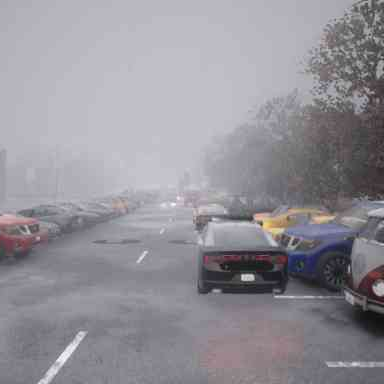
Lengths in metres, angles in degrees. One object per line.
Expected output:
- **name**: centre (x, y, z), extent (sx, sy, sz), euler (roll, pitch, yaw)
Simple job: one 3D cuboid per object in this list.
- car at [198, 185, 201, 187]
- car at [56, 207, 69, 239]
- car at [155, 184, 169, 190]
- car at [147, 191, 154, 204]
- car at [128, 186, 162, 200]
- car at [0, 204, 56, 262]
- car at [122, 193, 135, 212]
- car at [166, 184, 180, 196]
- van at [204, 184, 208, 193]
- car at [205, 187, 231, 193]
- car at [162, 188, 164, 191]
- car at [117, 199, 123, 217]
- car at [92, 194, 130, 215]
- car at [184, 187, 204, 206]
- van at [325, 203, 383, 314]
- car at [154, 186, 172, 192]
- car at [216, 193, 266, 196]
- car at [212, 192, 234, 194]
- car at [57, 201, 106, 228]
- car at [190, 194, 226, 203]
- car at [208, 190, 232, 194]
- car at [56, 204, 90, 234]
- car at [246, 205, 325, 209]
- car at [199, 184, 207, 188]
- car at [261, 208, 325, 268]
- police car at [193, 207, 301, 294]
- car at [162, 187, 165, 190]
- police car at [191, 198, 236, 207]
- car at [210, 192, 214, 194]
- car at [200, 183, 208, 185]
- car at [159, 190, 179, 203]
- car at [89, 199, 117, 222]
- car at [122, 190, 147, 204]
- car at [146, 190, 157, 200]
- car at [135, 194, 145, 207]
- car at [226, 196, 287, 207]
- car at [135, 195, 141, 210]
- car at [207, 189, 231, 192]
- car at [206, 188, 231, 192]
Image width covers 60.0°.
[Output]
- **car**: centre (0.120, 0.245, 58.685), extent (2.097, 1.767, 4.553), euler (0, 3, 0)
- **car**: centre (-8.014, 1.522, 14.055), extent (4.674, 1.452, 2.002), euler (0, 0, 0)
- **car**: centre (-8.173, -0.646, 91.217), extent (4.792, 1.488, 2.163), euler (0, 3, 0)
- **car**: centre (-7.979, 1.008, 44.715), extent (4.792, 1.488, 2.163), euler (0, 2, 0)
- **car**: centre (-7.896, 0.389, 55.840), extent (4.553, 1.767, 2.185), euler (0, 3, 0)
- **car**: centre (-7.989, 1.230, 11.272), extent (5.566, 2.045, 2.435), euler (0, 0, 0)
- **car**: centre (-7.947, 1.210, 30.772), extent (4.553, 1.767, 2.185), euler (0, 1, 0)
- **car**: centre (-3.392, -0.108, 65.823), extent (2.097, 1.767, 4.553), euler (1, 3, -1)
- **van**: centre (5.037, 0.011, 61.455), extent (4.442, 1.987, 1.878), euler (-1, 3, 0)
- **car**: centre (5.161, 0.407, 58.797), extent (4.674, 1.452, 2.002), euler (0, 3, 0)
- **car**: centre (-7.892, 0.406, 58.630), extent (4.792, 1.488, 2.163), euler (0, 3, 0)
- **car**: centre (-7.986, 1.457, 25.207), extent (4.674, 1.452, 2.002), euler (0, 0, 0)
- **car**: centre (-7.952, 1.255, 27.992), extent (4.553, 1.767, 2.185), euler (0, 1, 0)
- **car**: centre (0.104, 0.706, 45.001), extent (2.150, 2.045, 5.566), euler (0, 2, 1)
- **van**: centre (4.935, 1.255, 5.716), extent (4.442, 1.987, 1.878), euler (0, 0, 0)
- **car**: centre (-8.136, -0.834, 93.987), extent (5.008, 1.535, 2.097), euler (0, 3, 0)
- **car**: centre (5.107, 1.218, 36.373), extent (4.892, 1.521, 2.231), euler (0, 2, 0)
- **car**: centre (5.114, 1.142, 39.290), extent (5.008, 1.535, 2.097), euler (0, 2, 0)
- **car**: centre (-8.006, 1.465, 19.628), extent (5.008, 1.535, 2.097), euler (0, 0, 0)
- **car**: centre (1.099, 1.291, 24.777), extent (2.097, 1.767, 4.553), euler (0, 1, 0)
- **car**: centre (5.321, 0.872, 47.522), extent (5.366, 1.575, 1.946), euler (0, 2, 0)
- **car**: centre (-8.035, 1.507, 16.841), extent (4.792, 1.488, 2.163), euler (0, 0, 0)
- **car**: centre (5.063, 1.482, 14.194), extent (5.008, 1.535, 2.097), euler (0, 0, 0)
- **car**: centre (4.927, -0.525, 88.556), extent (5.008, 1.535, 2.097), euler (0, 3, 0)
- **car**: centre (5.248, 1.479, 11.285), extent (5.366, 1.575, 1.946), euler (0, 0, 0)
- **police car**: centre (1.068, 1.427, 8.923), extent (1.930, 1.638, 5.238), euler (0, 0, 0)
- **car**: centre (-7.945, 0.268, 61.411), extent (4.792, 1.488, 2.163), euler (0, 3, 0)
- **police car**: centre (1.088, 1.414, 18.921), extent (1.930, 1.638, 5.238), euler (0, 0, 0)
- **car**: centre (5.120, 1.061, 42.079), extent (5.008, 1.535, 2.097), euler (0, 2, 0)
- **car**: centre (4.967, -0.808, 91.316), extent (4.553, 1.767, 2.185), euler (0, 3, 0)
- **car**: centre (-3.486, 0.861, 50.889), extent (1.895, 1.301, 4.718), euler (0, 2, 0)
- **car**: centre (-8.001, 1.445, 22.417), extent (5.008, 1.535, 2.097), euler (0, 1, 0)
- **car**: centre (-7.992, 1.021, 39.131), extent (4.553, 1.767, 2.185), euler (0, 2, 0)
- **car**: centre (-7.950, 0.878, 47.491), extent (4.892, 1.521, 2.231), euler (0, 2, 0)
- **car**: centre (-7.996, 1.247, 36.349), extent (4.792, 1.488, 2.163), euler (0, 1, 0)
- **car**: centre (4.911, 1.374, 28.140), extent (5.366, 1.575, 1.946), euler (0, 1, 0)
- **car**: centre (-7.943, 1.310, 33.562), extent (4.792, 1.488, 2.163), euler (0, 1, 0)
- **car**: centre (5.327, 0.760, 50.315), extent (5.366, 1.575, 1.946), euler (0, 2, 0)
- **car**: centre (5.156, 0.545, 56.016), extent (4.674, 1.452, 2.002), euler (0, 3, 0)
